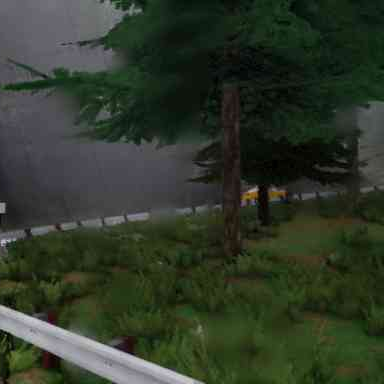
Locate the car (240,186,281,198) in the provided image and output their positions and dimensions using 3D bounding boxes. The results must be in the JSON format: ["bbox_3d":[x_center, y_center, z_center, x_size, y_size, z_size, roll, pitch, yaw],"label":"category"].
[{"bbox_3d":[6.563,0.236,28.689,5.008,1.535,1.882,-5,0,-20],"label":"car"}]
